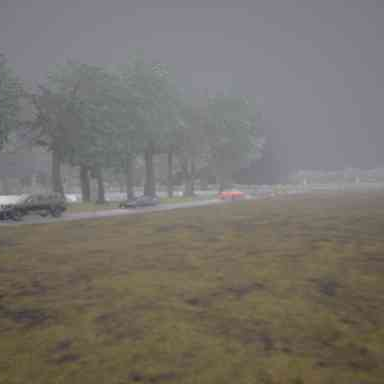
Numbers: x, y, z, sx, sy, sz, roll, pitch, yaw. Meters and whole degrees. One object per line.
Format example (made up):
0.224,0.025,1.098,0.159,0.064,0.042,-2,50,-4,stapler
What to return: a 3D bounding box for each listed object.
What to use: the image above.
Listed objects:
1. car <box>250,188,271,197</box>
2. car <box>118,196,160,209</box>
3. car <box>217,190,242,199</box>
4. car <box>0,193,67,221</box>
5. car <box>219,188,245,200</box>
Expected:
11.851,0.046,57.557,2.033,1.411,5.357,-2,1,35,car
-5.865,1.128,37.489,2.033,1.411,5.357,-2,1,34,car
6.190,0.403,54.332,1.895,1.301,4.718,-2,1,36,car
-13.094,1.152,27.275,2.150,2.045,5.566,-2,0,35,car
6.086,0.240,49.338,2.097,1.767,4.553,-2,1,36,car
